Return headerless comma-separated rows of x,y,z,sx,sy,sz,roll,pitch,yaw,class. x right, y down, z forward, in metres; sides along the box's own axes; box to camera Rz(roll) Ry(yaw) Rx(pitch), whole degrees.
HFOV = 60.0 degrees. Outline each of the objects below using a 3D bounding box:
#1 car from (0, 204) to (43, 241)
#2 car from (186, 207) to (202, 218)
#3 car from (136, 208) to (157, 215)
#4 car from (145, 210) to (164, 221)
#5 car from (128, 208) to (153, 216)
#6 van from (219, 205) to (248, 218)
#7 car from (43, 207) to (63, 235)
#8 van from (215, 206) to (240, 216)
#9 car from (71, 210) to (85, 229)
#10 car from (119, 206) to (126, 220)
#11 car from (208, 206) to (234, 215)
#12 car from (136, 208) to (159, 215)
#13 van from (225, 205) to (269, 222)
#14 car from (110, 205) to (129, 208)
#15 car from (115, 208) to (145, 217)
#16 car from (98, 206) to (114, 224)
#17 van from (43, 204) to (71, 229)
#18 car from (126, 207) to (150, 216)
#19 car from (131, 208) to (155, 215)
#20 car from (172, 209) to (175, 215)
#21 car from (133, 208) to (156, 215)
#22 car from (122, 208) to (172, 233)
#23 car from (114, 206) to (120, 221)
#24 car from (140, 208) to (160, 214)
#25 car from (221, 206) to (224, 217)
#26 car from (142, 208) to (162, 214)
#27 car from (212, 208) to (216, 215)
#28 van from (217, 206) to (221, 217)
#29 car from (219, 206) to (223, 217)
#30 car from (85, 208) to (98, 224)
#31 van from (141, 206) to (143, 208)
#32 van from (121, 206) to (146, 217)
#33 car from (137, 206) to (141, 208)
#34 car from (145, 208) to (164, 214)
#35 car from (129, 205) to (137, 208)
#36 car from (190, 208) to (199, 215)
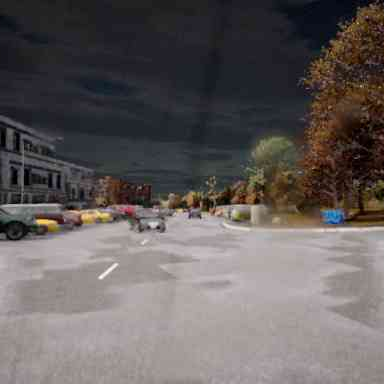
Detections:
-11.341,1.587,17.955,5.566,2.045,2.435,0,-2,-20,car
0.444,3.354,51.797,1.812,1.442,4.674,0,-3,1,car
-10.818,4.659,79.474,4.674,1.452,2.002,0,-3,-19,car
-4.814,3.067,43.737,1.895,1.301,4.718,0,-3,1,car
-10.904,4.197,70.684,4.892,1.521,2.231,0,-3,-19,car
6.891,3.277,55.865,4.442,1.987,1.878,2,-3,-19,van
-11.172,1.959,20.932,5.366,1.575,1.946,0,-3,-20,car
6.970,3.690,64.691,4.442,1.987,1.878,2,-3,-19,van
-11.329,2.243,26.719,4.792,1.488,2.163,0,-2,-20,car
-11.161,2.848,41.381,4.892,1.521,2.231,0,-2,-19,car
6.975,4.365,79.339,5.566,2.045,2.435,2,-3,-19,car
-10.961,4.756,82.340,5.366,1.575,1.946,0,-3,-19,car
6.509,2.482,38.133,4.442,1.987,1.878,2,-2,-19,van
-11.177,2.850,44.316,4.553,1.767,2.185,0,-3,-20,car
-11.000,3.640,58.963,5.008,1.535,2.097,0,-3,-19,car
-11.398,2.588,35.458,5.366,1.575,1.946,0,-2,-19,car
-11.219,1.863,23.855,4.442,1.987,1.878,0,-3,-20,van
-10.957,3.930,67.754,4.553,1.767,2.185,0,-3,-19,car
-10.842,4.367,73.626,4.792,1.488,2.163,0,-3,-19,car
-4.607,3.747,60.819,1.837,1.490,4.892,0,-2,1,car
-10.853,4.479,76.550,4.892,1.521,2.231,0,-3,-20,car
-3.417,2.115,24.255,2.128,1.511,4.902,1,-2,-21,car
-11.163,2.748,38.456,4.792,1.488,2.163,0,-3,-19,car
-10.764,4.941,85.336,4.674,1.452,2.002,0,-3,-19,car
6.675,3.008,44.043,4.674,1.452,2.002,2,-2,-19,car
-10.742,5.043,88.268,4.892,1.521,2.231,0,-3,-19,car
6.826,3.773,61.695,4.892,1.521,2.231,2,-3,-19,car
6.620,3.003,49.897,4.442,1.987,1.878,2,-2,-19,van
6.700,3.139,46.986,4.674,1.452,2.002,2,-2,-19,car
-11.453,2.336,29.602,5.366,1.575,1.946,0,-2,-20,car
-11.144,3.279,56.001,4.442,1.987,1.878,0,-3,-19,van
-10.874,3.552,61.948,4.442,1.987,1.878,0,-3,-19,van
-11.032,3.244,53.116,4.553,1.767,2.185,0,-2,-19,car
-10.678,5.325,94.124,4.892,1.521,2.231,0,-3,-20,car
-11.144,2.855,47.241,5.566,2.045,2.435,0,-2,-19,car
0.575,4.526,76.656,2.128,1.511,4.902,0,-3,1,car
